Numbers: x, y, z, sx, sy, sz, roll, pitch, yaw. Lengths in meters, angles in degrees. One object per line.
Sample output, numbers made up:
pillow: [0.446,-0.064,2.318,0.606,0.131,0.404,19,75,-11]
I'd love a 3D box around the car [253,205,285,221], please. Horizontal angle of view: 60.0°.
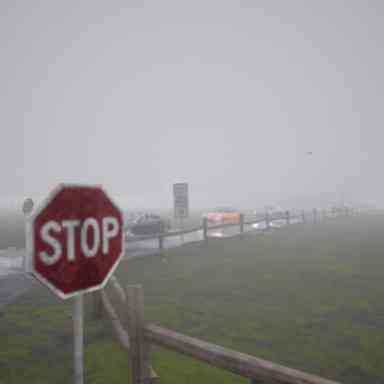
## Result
car: [8.419,2.204,36.355,2.097,1.767,4.553,-2,-2,35]

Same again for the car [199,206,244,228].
car: [2.542,2.021,28.079,2.097,1.767,4.553,-2,-2,35]

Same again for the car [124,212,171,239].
car: [-3.280,1.979,19.883,2.128,1.511,4.902,-2,-2,36]

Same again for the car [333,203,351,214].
car: [24.033,2.556,53.313,2.097,1.767,4.553,-2,-2,37]
